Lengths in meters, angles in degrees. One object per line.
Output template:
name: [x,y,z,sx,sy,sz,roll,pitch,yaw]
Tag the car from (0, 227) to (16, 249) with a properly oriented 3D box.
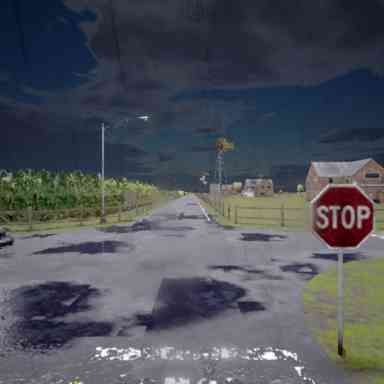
car: [-8.989,1.585,11.466,5.357,1.411,2.033,-1,1,9]
